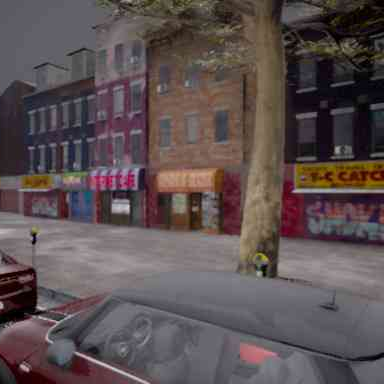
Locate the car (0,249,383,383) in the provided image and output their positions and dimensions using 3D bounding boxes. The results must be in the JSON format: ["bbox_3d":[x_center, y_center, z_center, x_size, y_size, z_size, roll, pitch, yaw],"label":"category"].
[{"bbox_3d":[-0.146,1.436,2.913,4.097,1.590,1.967,0,0,35],"label":"car"}]
